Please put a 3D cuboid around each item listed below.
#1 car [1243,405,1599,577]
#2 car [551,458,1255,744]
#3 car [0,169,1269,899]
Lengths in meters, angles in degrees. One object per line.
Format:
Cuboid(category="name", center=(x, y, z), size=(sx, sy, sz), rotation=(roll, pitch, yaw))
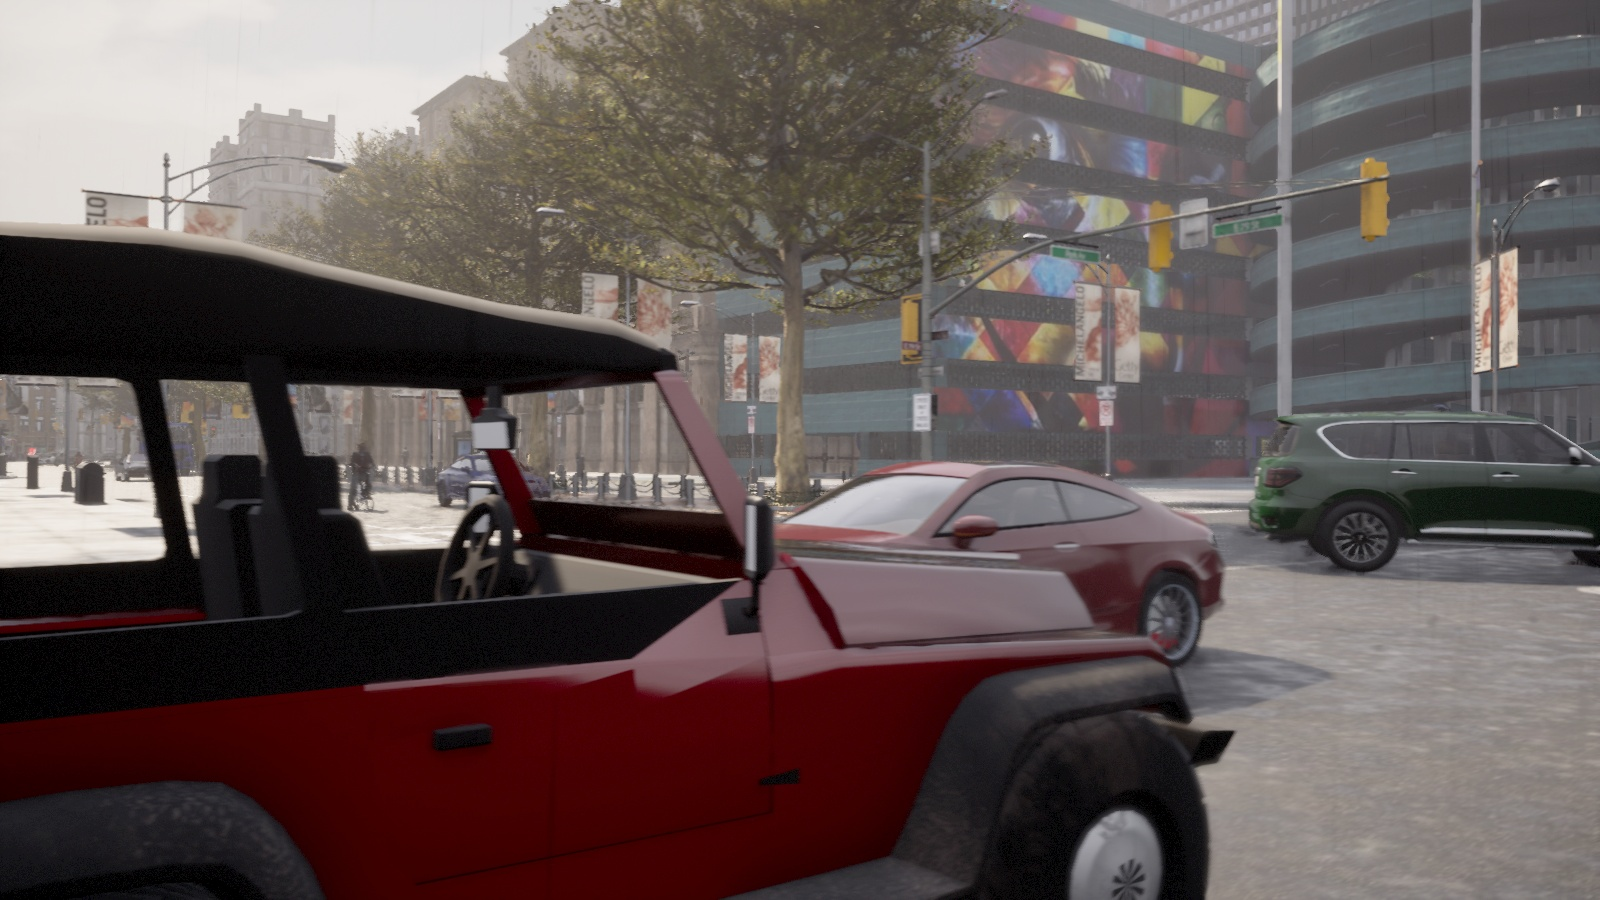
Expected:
Cuboid(category="car", center=(8.778, 0.484, 16.298), size=(5.566, 2.045, 2.150), rotation=(0, 0, 15))
Cuboid(category="car", center=(0.866, 0.790, 8.525), size=(4.674, 1.442, 1.812), rotation=(0, 0, -35))
Cuboid(category="car", center=(-0.841, 0.551, 3.096), size=(3.866, 1.878, 1.905), rotation=(0, 0, -36))
